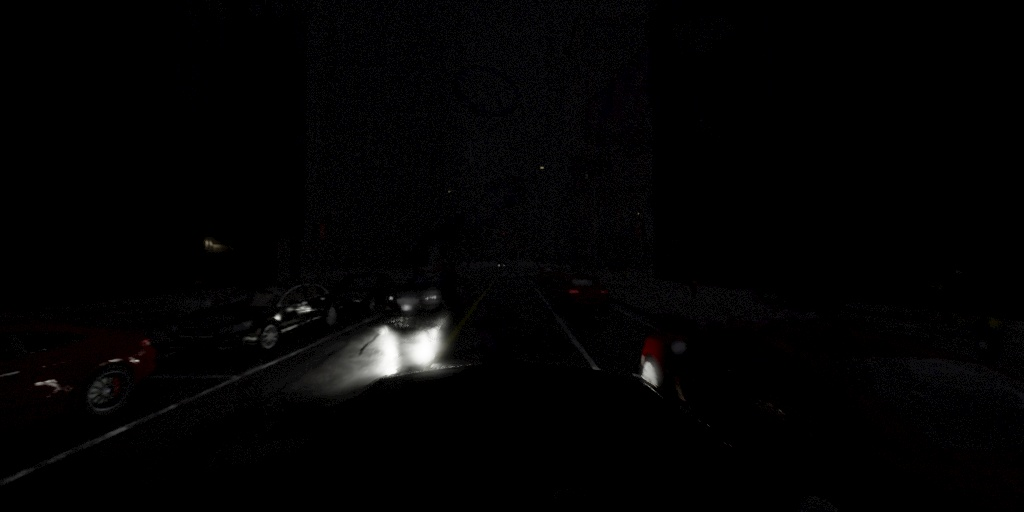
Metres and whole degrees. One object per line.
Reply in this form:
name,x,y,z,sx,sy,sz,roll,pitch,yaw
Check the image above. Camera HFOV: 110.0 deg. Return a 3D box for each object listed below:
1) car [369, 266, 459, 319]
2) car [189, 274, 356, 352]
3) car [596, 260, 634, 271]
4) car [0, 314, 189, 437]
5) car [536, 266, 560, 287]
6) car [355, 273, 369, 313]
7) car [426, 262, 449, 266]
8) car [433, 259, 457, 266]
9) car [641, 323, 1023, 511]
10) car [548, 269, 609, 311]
car,-3.101,1.271,13.052,2.128,1.511,4.902,0,0,0
car,-5.858,1.317,8.807,2.007,1.370,4.403,0,0,0
car,13.773,1.263,47.882,4.892,1.490,1.837,0,-1,0
car,-5.857,1.335,3.348,1.802,1.307,4.207,0,0,0
car,2.664,1.371,25.182,1.888,1.381,4.507,0,0,0
car,-5.859,1.349,14.266,1.948,1.339,4.313,0,0,0
car,-5.861,1.351,25.014,1.751,1.417,4.829,0,0,0
car,-5.862,1.166,30.643,2.192,1.841,5.009,0,0,0
car,2.668,1.299,3.345,1.888,1.381,4.507,0,0,0
car,2.666,1.365,14.264,1.802,1.307,4.207,0,0,0
